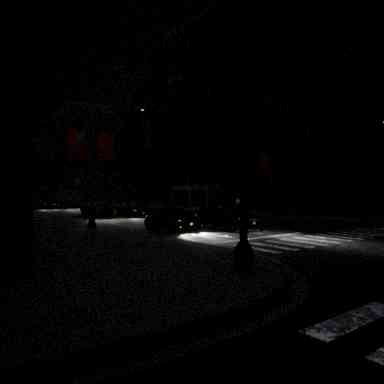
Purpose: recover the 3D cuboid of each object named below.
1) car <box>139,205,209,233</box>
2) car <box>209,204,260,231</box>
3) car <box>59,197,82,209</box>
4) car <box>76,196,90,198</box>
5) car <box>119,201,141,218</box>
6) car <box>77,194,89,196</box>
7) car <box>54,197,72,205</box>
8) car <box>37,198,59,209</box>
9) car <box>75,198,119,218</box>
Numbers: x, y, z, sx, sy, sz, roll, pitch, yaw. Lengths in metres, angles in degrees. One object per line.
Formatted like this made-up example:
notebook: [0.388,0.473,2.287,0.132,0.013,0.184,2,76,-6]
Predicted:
car: [-1.192,1.618,20.246,1.994,1.385,4.181,0,0,-36]
car: [2.147,1.547,21.197,2.128,1.511,4.902,0,0,-36]
car: [-18.301,1.790,49.771,1.895,1.301,4.718,0,0,-36]
car: [-19.134,1.819,56.681,1.895,1.301,4.718,0,0,-36]
car: [-5.782,1.636,32.203,1.812,1.442,4.674,0,0,-36]
car: [-21.928,1.475,66.133,2.150,2.045,5.566,0,0,-36]
car: [-25.210,1.746,65.129,2.128,1.511,4.902,0,0,-36]
car: [-21.176,1.705,48.208,1.837,1.490,4.892,0,-1,-36]
car: [-8.906,1.583,30.982,1.882,1.535,5.008,0,0,-36]
